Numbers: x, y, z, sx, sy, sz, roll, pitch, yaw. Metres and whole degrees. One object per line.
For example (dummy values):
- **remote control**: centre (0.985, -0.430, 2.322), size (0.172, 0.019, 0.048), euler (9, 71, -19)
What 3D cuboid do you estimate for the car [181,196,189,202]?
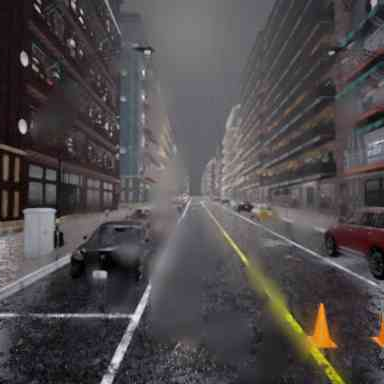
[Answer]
- **car**: centre (-1.709, 1.699, 83.641), size (2.008, 1.369, 4.403), euler (2, 0, 0)

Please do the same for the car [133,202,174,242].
- **car**: centre (-2.099, 1.456, 15.668), size (1.967, 1.590, 4.097), euler (2, 0, 0)

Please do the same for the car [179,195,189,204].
- **car**: centre (-1.906, 1.620, 49.656), size (1.887, 1.381, 4.507), euler (2, 0, 0)

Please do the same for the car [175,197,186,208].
- **car**: centre (-1.972, 1.600, 38.327), size (1.887, 1.381, 4.507), euler (2, 0, 0)

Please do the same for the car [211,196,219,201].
- **car**: centre (6.202, 1.787, 89.252), size (1.802, 1.307, 4.206), euler (2, 0, 0)

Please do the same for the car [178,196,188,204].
- **car**: centre (-1.808, 1.636, 66.477), size (1.752, 1.417, 4.829), euler (2, 0, 0)

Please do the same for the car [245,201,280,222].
- **car**: centre (5.844, 1.604, 27.116), size (1.752, 1.417, 4.829), euler (2, 0, 0)

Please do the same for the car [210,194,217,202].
- **car**: centre (6.169, 1.757, 83.589), size (1.947, 1.339, 4.313), euler (2, 0, 0)

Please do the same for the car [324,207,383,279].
- **car**: centre (5.752, 1.364, 9.953), size (2.192, 1.841, 5.009), euler (2, 0, 0)

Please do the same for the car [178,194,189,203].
- **car**: centre (-1.765, 1.438, 72.312), size (2.192, 1.841, 5.009), euler (2, 0, 0)

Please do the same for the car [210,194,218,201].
- **car**: centre (6.244, 1.535, 94.917), size (2.192, 1.841, 5.009), euler (2, 0, 0)

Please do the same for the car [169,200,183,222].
- **car**: centre (-2.038, 1.586, 26.997), size (2.008, 1.369, 4.403), euler (2, 0, 0)

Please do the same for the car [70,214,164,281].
- **car**: centre (-2.137, 1.571, 10.004), size (1.947, 1.339, 4.313), euler (2, 0, 0)

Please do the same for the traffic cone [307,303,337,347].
- **traffic cone**: centre (1.955, 1.974, 5.020), size (0.340, 0.580, 0.340), euler (0, 0, 0)

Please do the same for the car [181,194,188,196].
- **car**: centre (-1.841, 1.623, 60.813), size (1.752, 1.417, 4.829), euler (2, 0, 0)

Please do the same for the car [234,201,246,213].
- **car**: centre (5.907, 1.664, 38.276), size (1.947, 1.339, 4.313), euler (2, 0, 0)

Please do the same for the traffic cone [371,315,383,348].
- **traffic cone**: centre (2.954, 1.980, 5.015), size (0.340, 0.580, 0.340), euler (0, 0, 0)

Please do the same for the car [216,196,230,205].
- **car**: centre (6.039, 1.692, 60.931), size (2.008, 1.369, 4.403), euler (2, 0, 0)
